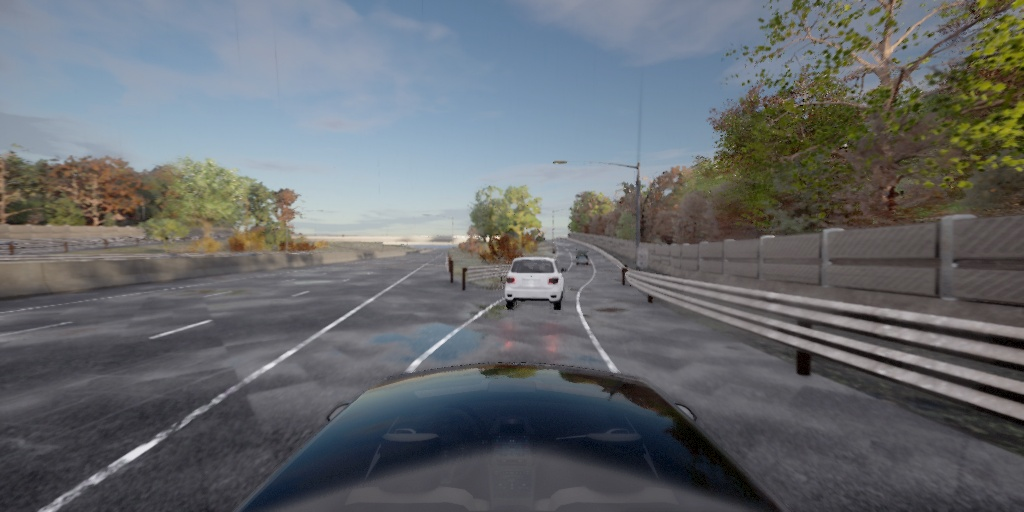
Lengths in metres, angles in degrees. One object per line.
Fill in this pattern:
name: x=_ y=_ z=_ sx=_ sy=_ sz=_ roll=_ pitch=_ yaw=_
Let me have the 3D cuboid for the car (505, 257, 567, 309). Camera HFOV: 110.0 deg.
car: x=1.131 y=1.060 z=15.585 sx=2.150 sy=2.045 sz=5.566 roll=0 pitch=0 yaw=9

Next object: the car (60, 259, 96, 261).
car: x=-26.604 y=0.874 z=21.877 sx=1.895 sy=1.301 sz=4.718 roll=0 pitch=1 yaw=-10

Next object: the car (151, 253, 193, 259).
car: x=-36.651 y=0.465 z=38.511 sx=2.128 sy=1.511 sz=4.902 roll=0 pitch=1 yaw=-10

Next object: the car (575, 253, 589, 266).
car: x=11.467 y=0.768 z=58.506 sx=1.994 sy=1.385 sz=4.181 roll=1 pitch=3 yaw=10

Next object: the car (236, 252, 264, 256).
car: x=-29.828 y=0.487 z=40.071 sx=1.837 sy=1.490 sz=4.892 roll=0 pitch=1 yaw=-10
